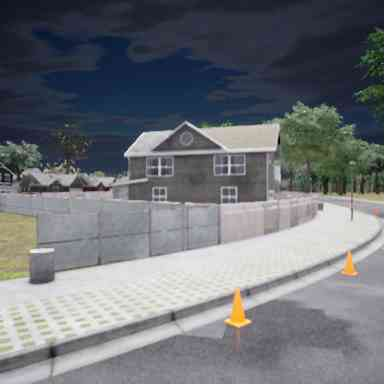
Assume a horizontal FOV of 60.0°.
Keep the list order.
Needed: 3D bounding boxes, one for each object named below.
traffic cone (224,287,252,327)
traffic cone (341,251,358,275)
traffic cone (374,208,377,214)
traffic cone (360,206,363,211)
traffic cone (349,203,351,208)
[{"bbox_3d":[0.783,1.930,5.688,0.340,0.580,0.340,-1,0,-41],"label":"traffic cone"},{"bbox_3d":[4.244,1.894,8.962,0.340,0.580,0.340,0,0,44],"label":"traffic cone"},{"bbox_3d":[16.174,1.680,29.333,0.340,0.580,0.340,0,1,17],"label":"traffic cone"},{"bbox_3d":[17.388,1.637,34.034,0.340,0.580,0.340,0,0,13],"label":"traffic cone"},{"bbox_3d":[18.555,1.595,38.896,0.340,0.580,0.340,0,0,13],"label":"traffic cone"}]
